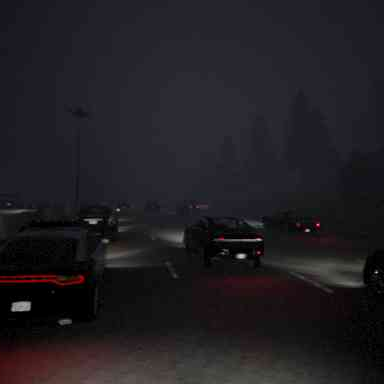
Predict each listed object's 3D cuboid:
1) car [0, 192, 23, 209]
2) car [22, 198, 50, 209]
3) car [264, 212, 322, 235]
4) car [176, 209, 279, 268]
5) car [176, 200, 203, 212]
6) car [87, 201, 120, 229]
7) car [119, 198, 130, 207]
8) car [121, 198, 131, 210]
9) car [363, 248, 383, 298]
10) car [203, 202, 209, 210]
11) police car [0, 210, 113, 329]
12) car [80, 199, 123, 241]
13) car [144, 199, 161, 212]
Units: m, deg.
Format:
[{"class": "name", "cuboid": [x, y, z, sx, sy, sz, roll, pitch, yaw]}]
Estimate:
[{"class": "car", "cuboid": [-22.910, 1.010, 41.515, 2.150, 2.045, 5.566, 1, 0, -11]}, {"class": "car", "cuboid": [-19.498, 1.476, 42.241, 1.895, 1.301, 4.718, 1, 0, -11]}, {"class": "car", "cuboid": [6.205, 1.919, 21.287, 1.895, 1.301, 4.718, 1, 0, -11]}, {"class": "car", "cuboid": [0.930, 1.613, 11.840, 2.128, 1.511, 4.902, 1, -1, -11]}, {"class": "car", "cuboid": [-0.557, 1.637, 37.607, 2.097, 1.767, 4.553, 1, 0, -11]}, {"class": "car", "cuboid": [-6.007, 1.500, 23.052, 1.801, 1.575, 5.366, 1, 0, -11]}, {"class": "car", "cuboid": [-11.664, 1.727, 57.325, 1.812, 1.442, 4.674, 1, -1, -11]}, {"class": "car", "cuboid": [-9.326, 1.741, 45.520, 1.895, 1.301, 4.718, 1, 0, -11]}, {"class": "car", "cuboid": [5.559, 1.542, 6.439, 2.097, 1.767, 4.553, 1, 0, -11]}, {"class": "car", "cuboid": [1.032, 2.000, 47.648, 1.895, 1.301, 4.718, 1, 0, -11]}, {"class": "police car", "cuboid": [-2.904, 1.421, 7.242, 1.930, 1.638, 5.238, 1, 0, -11]}, {"class": "car", "cuboid": [-4.805, 1.377, 16.938, 2.097, 1.767, 4.553, 1, 0, -11]}, {"class": "car", "cuboid": [-5.139, 1.695, 42.767, 1.882, 1.535, 5.008, 1, -1, -11]}]
